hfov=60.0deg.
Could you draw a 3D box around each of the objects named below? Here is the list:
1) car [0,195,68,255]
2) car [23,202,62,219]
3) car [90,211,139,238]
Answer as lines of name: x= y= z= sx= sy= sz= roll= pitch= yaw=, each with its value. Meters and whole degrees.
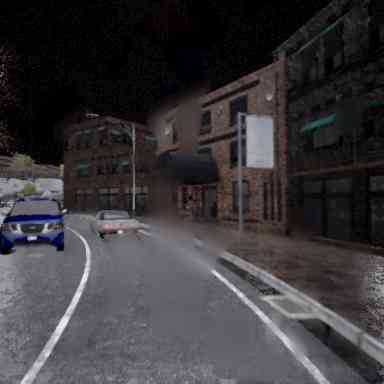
car: x=-6.581 y=1.271 z=14.156 sx=2.150 sy=2.045 sz=5.566 roll=0 pitch=0 yaw=-22
car: x=-14.132 y=1.673 z=31.363 sx=4.181 sy=1.385 sz=1.994 roll=-1 pitch=-1 yaw=44
car: x=-4.360 y=1.654 z=18.070 sx=1.895 sy=1.301 sz=4.718 roll=0 pitch=0 yaw=-24
